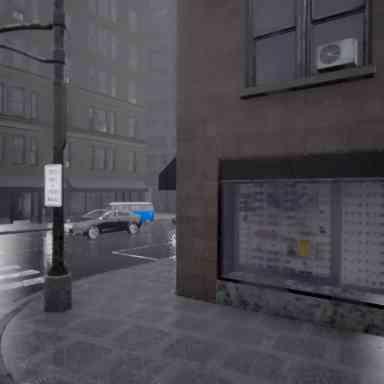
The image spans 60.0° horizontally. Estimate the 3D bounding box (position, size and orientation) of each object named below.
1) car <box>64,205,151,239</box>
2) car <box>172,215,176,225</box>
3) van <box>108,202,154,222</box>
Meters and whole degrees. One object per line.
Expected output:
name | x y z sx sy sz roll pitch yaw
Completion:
car | -4.979 1.723 18.969 2.128 1.511 4.902 0 -1 35
car | 0.272 1.943 26.435 1.994 1.385 4.181 0 -1 35
van | -4.493 1.632 24.151 1.690 1.788 3.998 -1 -1 35
